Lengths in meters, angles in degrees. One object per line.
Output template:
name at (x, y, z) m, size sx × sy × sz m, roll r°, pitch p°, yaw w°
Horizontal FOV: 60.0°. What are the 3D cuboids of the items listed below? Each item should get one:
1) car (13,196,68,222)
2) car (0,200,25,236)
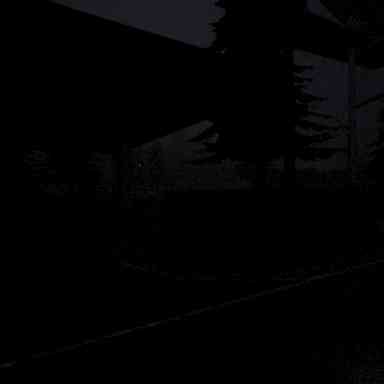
car at (-11.197, 1.243, 24.028) m, size 3.866 × 1.878 × 1.905 m, roll -1°, pitch 1°, yaw -36°
car at (-11.397, 1.474, 16.900) m, size 4.611 × 1.667 × 2.242 m, roll -1°, pitch 1°, yaw -36°
